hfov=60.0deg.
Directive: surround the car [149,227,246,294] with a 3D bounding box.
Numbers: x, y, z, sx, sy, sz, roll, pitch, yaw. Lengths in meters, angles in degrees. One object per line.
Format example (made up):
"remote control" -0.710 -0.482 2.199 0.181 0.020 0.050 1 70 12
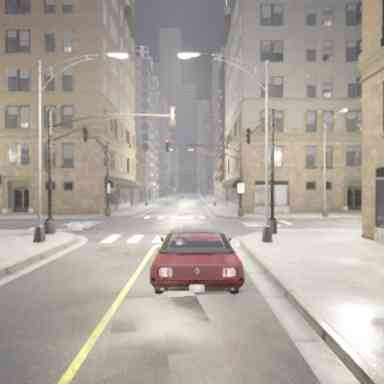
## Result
"car" 0.093 1.561 8.626 1.895 1.301 4.718 0 0 0
